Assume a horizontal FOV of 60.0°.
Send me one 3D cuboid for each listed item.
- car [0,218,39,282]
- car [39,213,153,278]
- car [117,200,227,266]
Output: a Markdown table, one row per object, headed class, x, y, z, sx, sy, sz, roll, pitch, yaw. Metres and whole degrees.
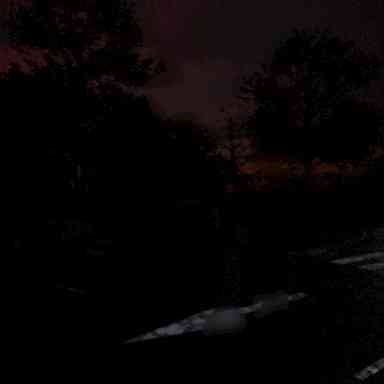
| class | x | y | z | sx | sy | sz | roll | pitch | yaw |
| --- | --- | --- | --- | --- | --- | --- | --- | --- | --- |
| car | -6.296 | 1.357 | 8.491 | 4.553 | 1.767 | 2.185 | -1 | -1 | 34 |
| car | -3.864 | 1.519 | 10.270 | 4.892 | 1.521 | 2.231 | -1 | -2 | 34 |
| car | -1.427 | 1.301 | 12.031 | 5.566 | 2.045 | 2.435 | -1 | -1 | 34 |
